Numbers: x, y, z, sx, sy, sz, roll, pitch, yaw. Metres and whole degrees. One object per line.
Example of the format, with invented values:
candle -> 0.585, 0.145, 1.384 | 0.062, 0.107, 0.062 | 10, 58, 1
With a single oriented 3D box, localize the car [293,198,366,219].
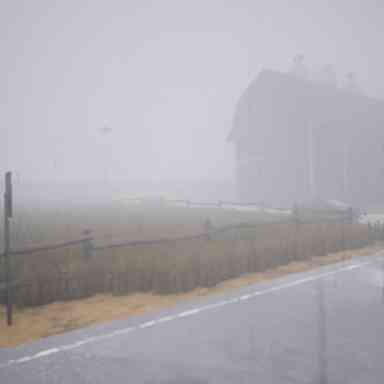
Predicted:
car -> 8.483, 1.090, 20.995 | 1.812, 1.442, 4.674 | -1, 1, -32

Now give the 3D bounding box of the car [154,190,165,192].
car -> -4.166, 0.851, 50.148 | 1.882, 1.535, 5.008 | -1, 1, 1

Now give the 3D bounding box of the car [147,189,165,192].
car -> -7.007, 0.502, 60.212 | 5.566, 2.045, 2.150 | 0, 1, 41

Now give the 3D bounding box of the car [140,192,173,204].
car -> -4.101, 1.047, 37.679 | 2.128, 1.511, 4.902 | -2, 1, -38
